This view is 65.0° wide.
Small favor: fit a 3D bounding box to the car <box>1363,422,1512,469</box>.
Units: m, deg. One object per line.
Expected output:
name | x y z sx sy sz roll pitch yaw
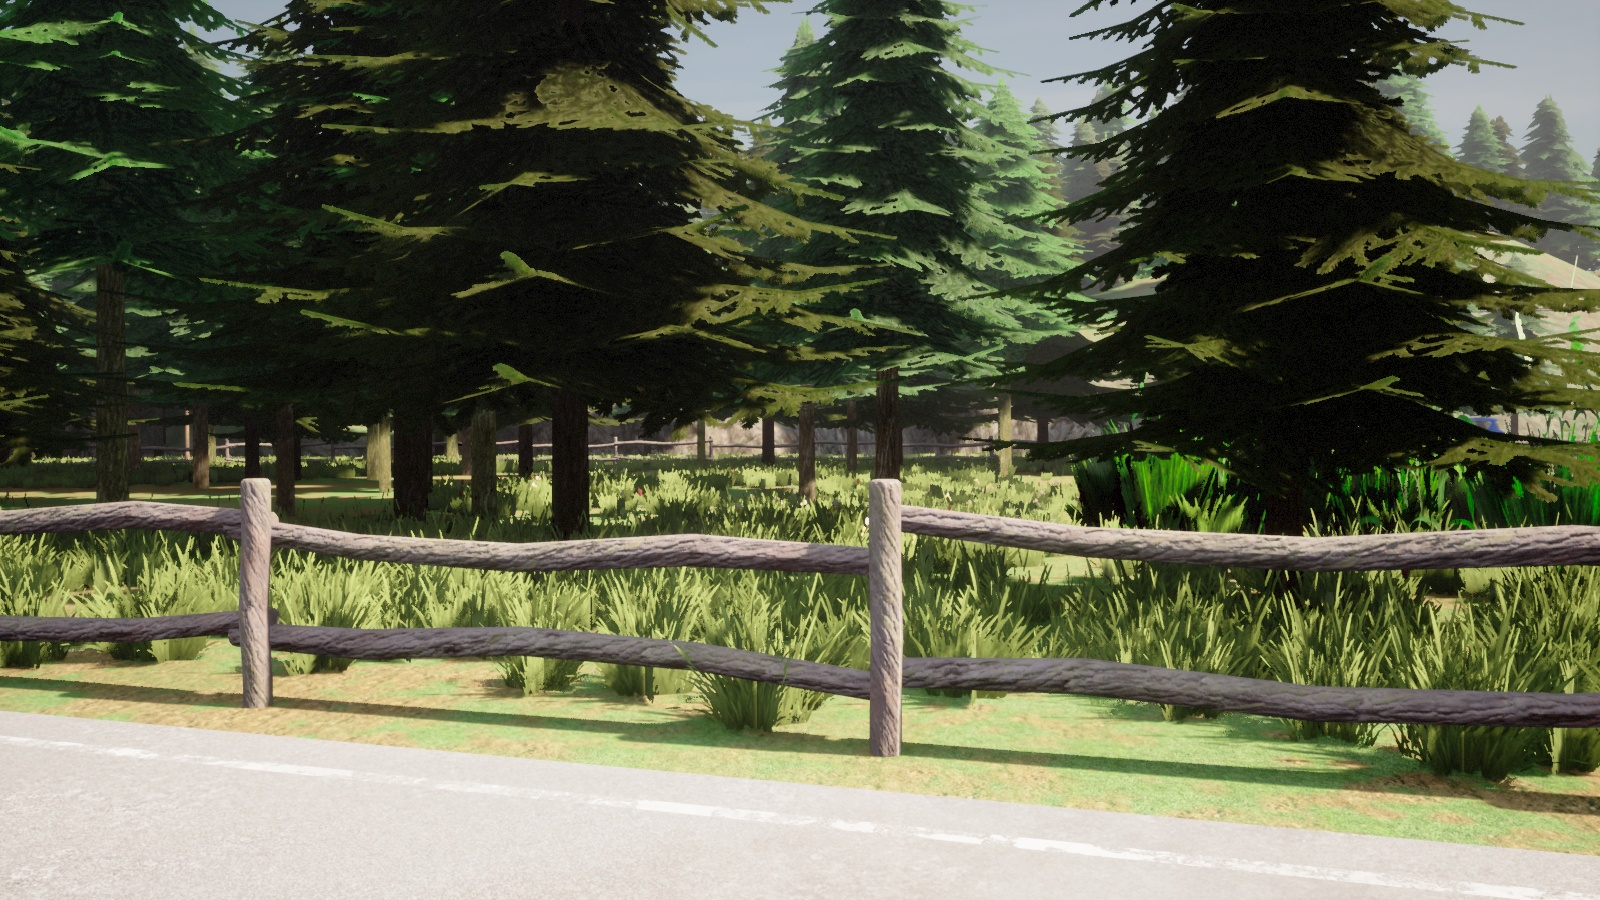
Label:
car | 28.639 -0.219 56.599 5.566 2.045 2.150 0 1 9
